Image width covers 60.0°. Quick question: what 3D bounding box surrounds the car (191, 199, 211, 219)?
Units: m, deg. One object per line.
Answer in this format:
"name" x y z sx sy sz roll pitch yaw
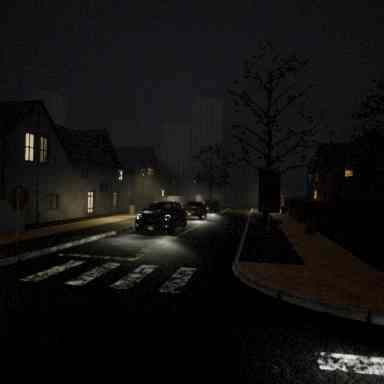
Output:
"car" 0.222 1.550 29.388 1.812 1.442 4.674 1 0 11

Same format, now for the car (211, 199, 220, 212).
"car" 2.226 1.561 39.587 2.128 1.511 4.902 1 0 11

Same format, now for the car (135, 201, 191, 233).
"car" -1.699 1.335 19.526 2.097 1.767 4.553 1 0 11
